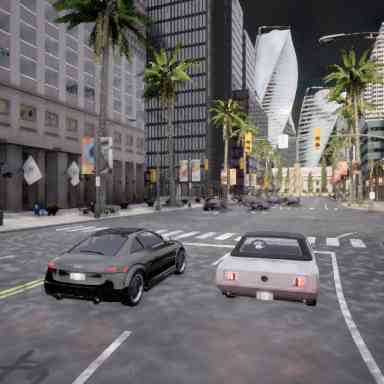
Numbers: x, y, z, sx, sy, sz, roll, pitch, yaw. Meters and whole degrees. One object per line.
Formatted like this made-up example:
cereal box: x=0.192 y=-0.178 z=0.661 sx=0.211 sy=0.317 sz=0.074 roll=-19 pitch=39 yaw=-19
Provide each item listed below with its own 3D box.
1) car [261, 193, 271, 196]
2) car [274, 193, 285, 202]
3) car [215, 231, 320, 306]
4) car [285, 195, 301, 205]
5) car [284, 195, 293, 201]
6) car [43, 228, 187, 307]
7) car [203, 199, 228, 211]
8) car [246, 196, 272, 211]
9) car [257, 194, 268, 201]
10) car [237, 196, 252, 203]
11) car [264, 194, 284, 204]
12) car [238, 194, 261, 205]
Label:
car: x=15.537 y=1.553 z=71.827 sx=1.994 sy=1.385 sz=4.181 roll=0 pitch=0 yaw=22
car: x=19.706 y=1.478 z=72.855 sx=1.882 sy=1.535 sz=5.008 roll=0 pitch=0 yaw=22
car: x=2.033 y=1.601 z=8.148 sx=1.895 sy=1.301 sz=4.718 roll=0 pitch=0 yaw=19
car: x=18.464 y=1.547 z=59.904 sx=2.033 sy=1.411 sz=5.357 roll=0 pitch=0 yaw=22
car: x=25.149 y=1.467 z=86.703 sx=1.812 sy=1.442 sz=4.674 roll=0 pitch=0 yaw=21
car: x=-1.576 y=1.564 z=8.195 sx=1.994 sy=1.385 sz=4.181 roll=0 pitch=0 yaw=17
car: x=2.953 y=1.547 z=40.217 sx=2.033 sy=1.411 sz=5.357 roll=0 pitch=0 yaw=22
car: x=8.044 y=1.564 z=40.403 sx=1.994 sy=1.385 sz=4.181 roll=0 pitch=0 yaw=4
car: x=19.033 y=1.354 z=89.184 sx=2.185 sy=1.767 sz=4.553 roll=0 pitch=0 yaw=21
car: x=10.916 y=1.513 z=68.810 sx=2.161 sy=1.482 sz=4.786 roll=0 pitch=0 yaw=21
car: x=15.344 y=1.547 z=61.940 sx=2.033 sy=1.411 sz=5.357 roll=0 pitch=0 yaw=22
car: x=10.083 y=1.352 z=58.222 sx=2.097 sy=1.767 sz=4.553 roll=0 pitch=0 yaw=22
